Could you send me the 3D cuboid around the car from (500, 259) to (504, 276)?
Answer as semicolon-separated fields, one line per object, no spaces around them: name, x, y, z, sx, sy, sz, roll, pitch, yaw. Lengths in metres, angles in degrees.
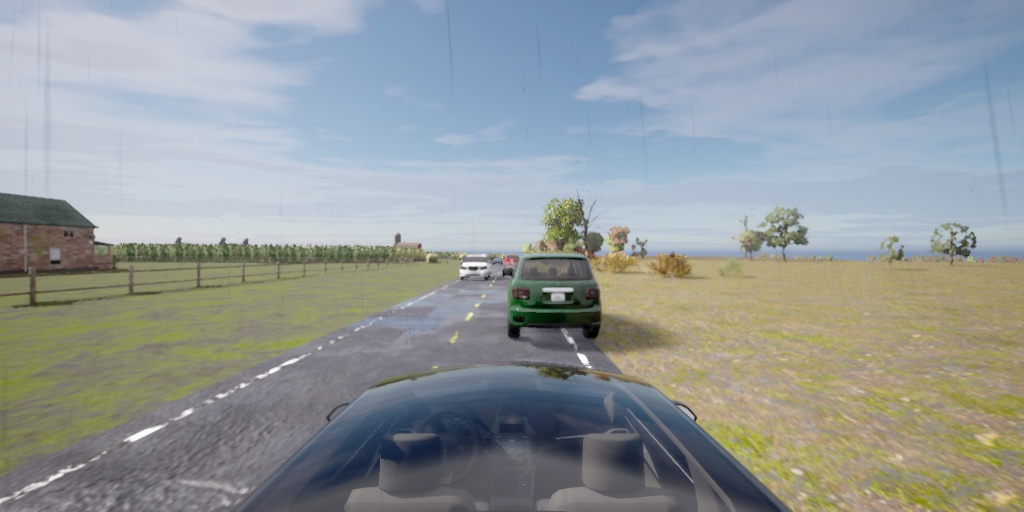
car;0.061;1.231;35.091;1.895;1.301;4.718;0;0;0

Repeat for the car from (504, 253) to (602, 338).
car;0.962;0.944;10.173;2.150;2.045;5.566;0;0;0

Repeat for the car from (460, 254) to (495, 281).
car;-2.851;0.872;29.100;2.150;2.045;5.566;0;0;0

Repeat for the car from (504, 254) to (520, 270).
car;0.027;0.796;49.280;2.150;2.045;5.566;0;0;0
